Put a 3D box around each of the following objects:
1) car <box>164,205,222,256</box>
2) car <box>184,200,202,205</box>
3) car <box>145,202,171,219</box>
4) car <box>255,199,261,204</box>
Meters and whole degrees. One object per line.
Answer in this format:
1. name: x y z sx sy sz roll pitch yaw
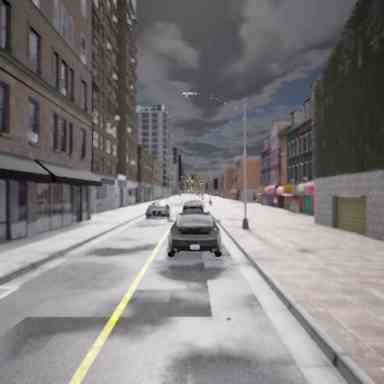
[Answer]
1. car: 0.092 1.492 13.025 1.837 1.490 4.892 0 0 0
2. car: 0.093 1.500 29.108 1.837 1.490 4.892 0 0 0
3. car: -2.850 1.559 28.841 1.994 1.385 4.181 0 0 0
4. car: 16.371 1.876 75.294 4.097 1.590 1.967 1 -1 0
